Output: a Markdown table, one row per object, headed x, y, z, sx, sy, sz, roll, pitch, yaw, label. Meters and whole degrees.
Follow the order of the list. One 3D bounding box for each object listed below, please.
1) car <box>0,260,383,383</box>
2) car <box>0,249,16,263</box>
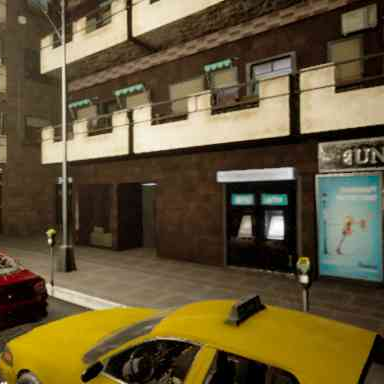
| x | y | z | sx | sy | sz | roll | pitch | yaw | label |
| --- | --- | --- | --- | --- | --- | --- | --- | --- | --- |
| 0.200 | 1.527 | 2.744 | 4.829 | 1.417 | 1.752 | 0 | -1 | 35 | car |
| -4.199 | 1.590 | 5.879 | 4.206 | 1.307 | 1.802 | 0 | -1 | 35 | car |
